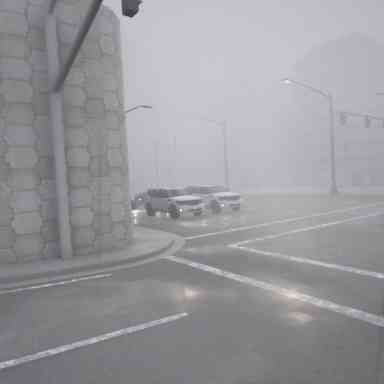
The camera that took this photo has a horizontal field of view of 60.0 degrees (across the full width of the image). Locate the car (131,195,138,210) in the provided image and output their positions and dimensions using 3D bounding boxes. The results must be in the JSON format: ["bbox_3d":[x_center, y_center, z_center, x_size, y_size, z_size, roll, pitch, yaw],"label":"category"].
[{"bbox_3d":[-6.848,0.997,31.345,1.994,1.385,4.181,-5,3,-35],"label":"car"}]

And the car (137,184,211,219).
[{"bbox_3d":[-1.426,0.658,23.644,2.150,2.045,5.566,-5,3,-35],"label":"car"}]

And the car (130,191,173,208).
[{"bbox_3d":[-4.198,0.688,33.644,2.128,1.511,4.902,-5,3,-35],"label":"car"}]

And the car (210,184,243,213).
[{"bbox_3d":[1.419,0.421,25.669,2.150,2.045,5.566,-5,3,-35],"label":"car"}]
